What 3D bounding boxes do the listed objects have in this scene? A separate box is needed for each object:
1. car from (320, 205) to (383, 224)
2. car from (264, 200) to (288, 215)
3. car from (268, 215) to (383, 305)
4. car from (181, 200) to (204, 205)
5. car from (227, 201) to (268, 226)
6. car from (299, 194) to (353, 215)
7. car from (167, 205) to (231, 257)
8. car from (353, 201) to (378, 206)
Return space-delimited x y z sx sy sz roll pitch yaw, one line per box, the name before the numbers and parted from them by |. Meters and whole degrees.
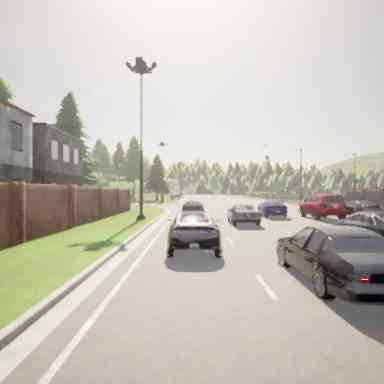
car | 7.080 1.477 12.901 2.128 1.511 4.902 0 0 0
car | 7.074 1.443 29.768 1.882 1.535 5.008 0 0 0
car | 3.563 1.538 8.275 2.033 1.411 5.357 0 0 0
car | 0.074 1.443 29.761 1.882 1.535 5.008 0 0 0
car | 3.556 1.521 23.276 2.033 1.411 5.357 0 0 0
car | 10.571 1.190 27.153 2.150 2.045 5.566 0 0 0
car | 0.080 1.477 12.908 2.128 1.511 4.902 0 0 0
car | 14.070 1.460 28.155 2.128 1.511 4.902 0 0 0
